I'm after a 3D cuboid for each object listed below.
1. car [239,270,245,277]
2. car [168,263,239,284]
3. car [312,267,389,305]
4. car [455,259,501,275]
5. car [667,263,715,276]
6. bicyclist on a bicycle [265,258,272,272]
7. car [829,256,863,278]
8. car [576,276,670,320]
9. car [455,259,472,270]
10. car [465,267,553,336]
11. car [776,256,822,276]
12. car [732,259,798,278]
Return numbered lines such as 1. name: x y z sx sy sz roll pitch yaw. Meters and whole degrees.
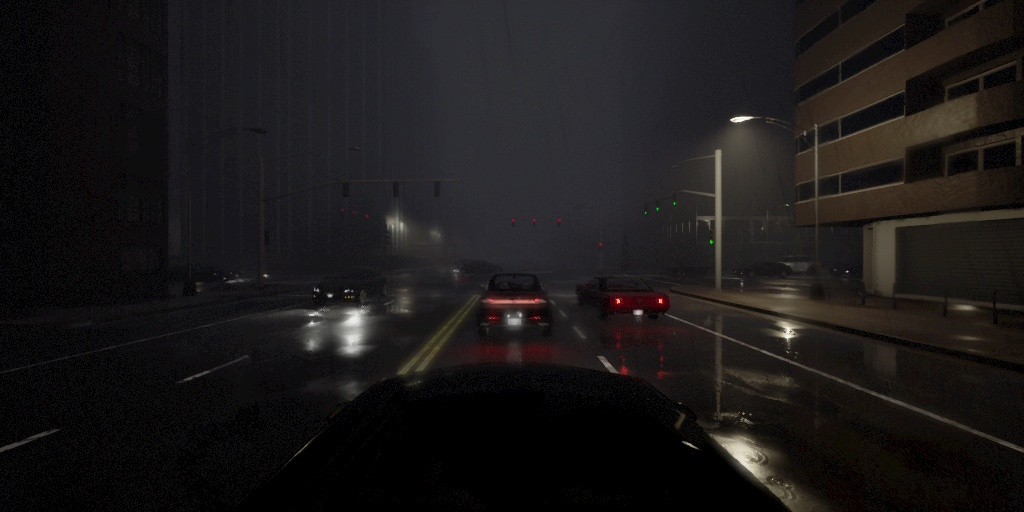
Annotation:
1. car: -25.622 1.297 30.040 5.357 1.411 2.033 0 0 1
2. car: -23.425 1.351 26.515 4.718 1.301 1.895 0 0 1
3. car: -6.985 1.255 16.036 1.837 1.490 4.892 2 0 -2
4. car: -3.053 1.241 36.527 2.128 1.511 4.902 0 0 43
5. car: 18.549 1.351 36.776 4.718 1.301 1.895 0 0 1
6. bicyclist on a bicycle: -28.736 1.051 42.057 0.582 1.620 1.656 0 0 1
7. car: 32.678 0.972 33.095 5.566 2.045 2.150 0 0 1
8. car: 3.591 1.351 12.659 1.895 1.301 4.718 0 0 -2
9. car: -7.043 1.255 52.213 1.837 1.490 4.892 0 0 0
10. car: 0.075 1.242 10.368 2.128 1.511 4.902 0 0 0
11. car: 28.290 0.971 36.647 5.566 2.045 2.150 0 0 1
12. car: 23.103 1.255 33.204 4.892 1.490 1.837 0 0 1
